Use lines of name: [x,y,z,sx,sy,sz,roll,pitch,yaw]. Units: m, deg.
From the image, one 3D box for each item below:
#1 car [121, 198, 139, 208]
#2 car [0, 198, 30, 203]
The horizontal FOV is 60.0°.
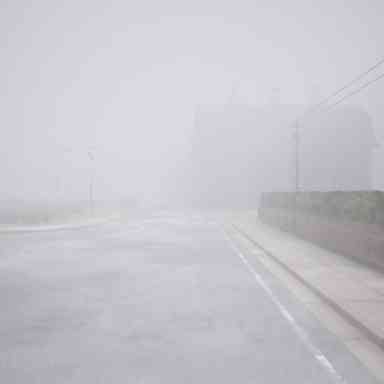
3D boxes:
car: [-9.497,1.604,50.719,2.128,1.511,4.902,0,0,4]
car: [-26.728,1.621,49.582,4.892,1.490,1.837,0,0,0]
